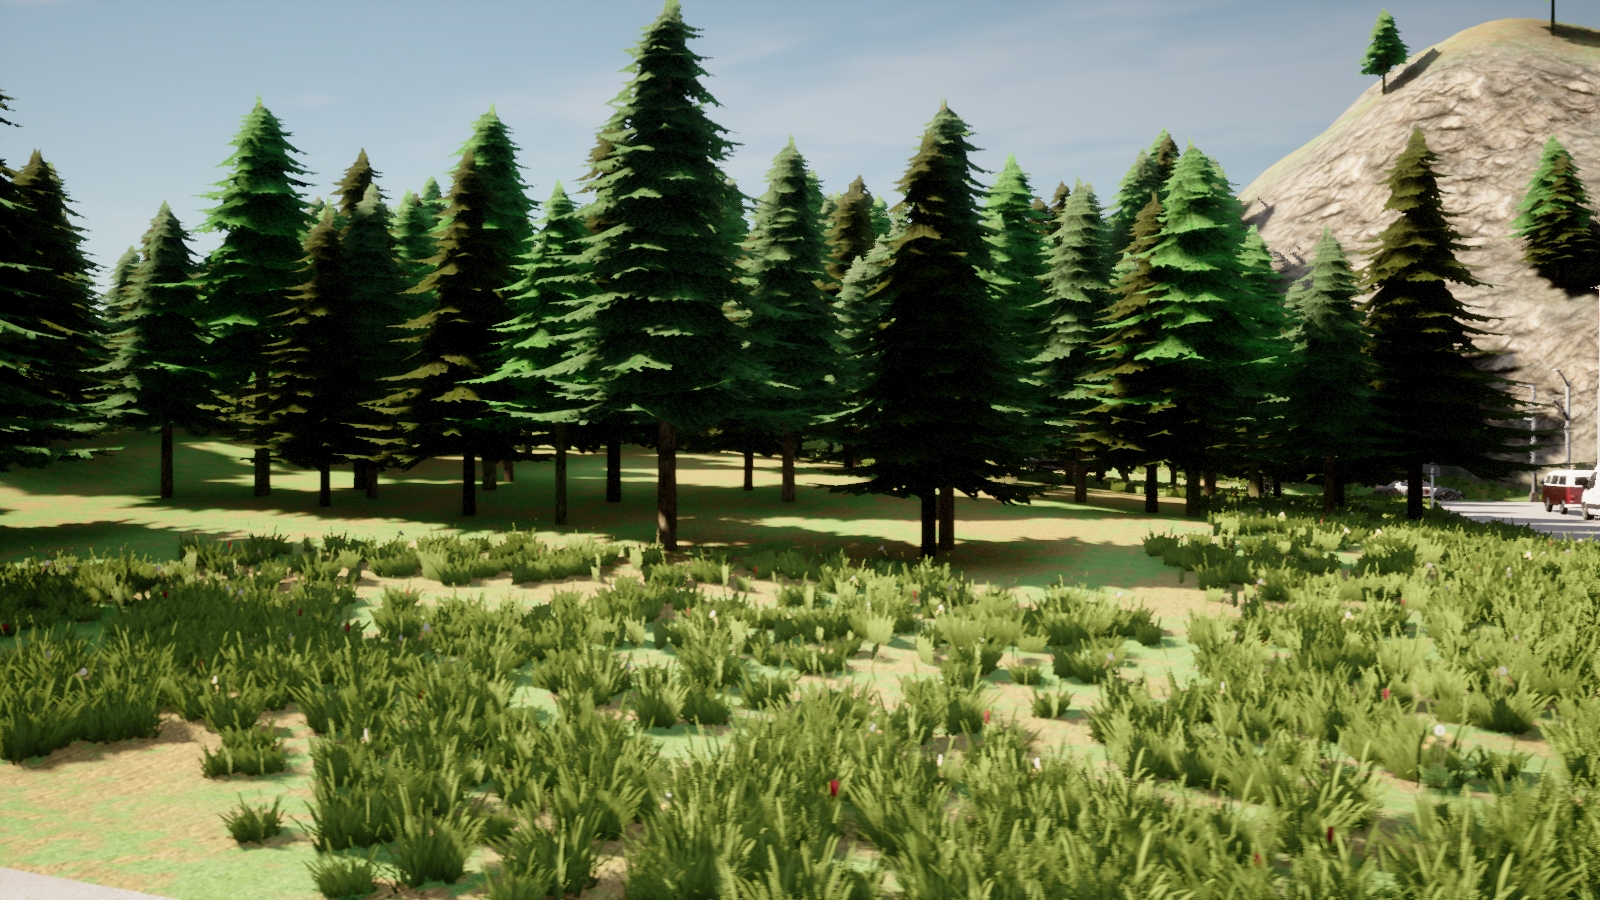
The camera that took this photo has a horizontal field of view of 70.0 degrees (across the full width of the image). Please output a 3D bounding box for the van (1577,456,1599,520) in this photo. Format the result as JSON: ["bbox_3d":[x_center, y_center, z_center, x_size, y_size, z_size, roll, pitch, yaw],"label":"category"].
[{"bbox_3d":[33.380,1.543,46.098,1.988,2.561,5.915,0,0,20],"label":"van"}]

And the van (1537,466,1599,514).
[{"bbox_3d":[35.815,1.792,52.762,2.069,2.038,4.480,0,0,20],"label":"van"}]
